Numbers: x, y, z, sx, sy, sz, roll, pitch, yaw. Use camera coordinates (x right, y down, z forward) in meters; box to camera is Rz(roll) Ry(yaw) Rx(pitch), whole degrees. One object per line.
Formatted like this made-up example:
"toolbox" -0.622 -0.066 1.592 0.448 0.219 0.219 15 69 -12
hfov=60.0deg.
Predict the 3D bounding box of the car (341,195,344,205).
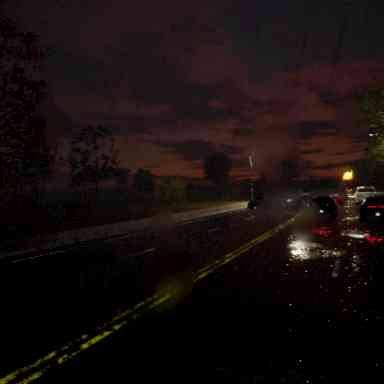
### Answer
"car" 17.142 0.809 40.037 1.994 1.385 4.181 -1 1 26

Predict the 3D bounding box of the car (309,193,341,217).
"car" 10.043 1.054 25.305 1.837 1.490 4.892 -1 0 26

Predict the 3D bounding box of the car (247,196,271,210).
"car" 7.367 1.094 35.012 2.033 1.411 5.357 -1 0 26

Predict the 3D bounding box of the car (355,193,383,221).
"car" 11.820 1.034 21.506 1.837 1.490 4.892 -1 0 26

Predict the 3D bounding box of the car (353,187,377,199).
"car" 19.132 0.440 36.695 2.150 2.045 5.566 -1 1 26

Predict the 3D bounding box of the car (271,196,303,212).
"car" 9.136 1.093 31.252 1.994 1.385 4.181 -1 0 26
